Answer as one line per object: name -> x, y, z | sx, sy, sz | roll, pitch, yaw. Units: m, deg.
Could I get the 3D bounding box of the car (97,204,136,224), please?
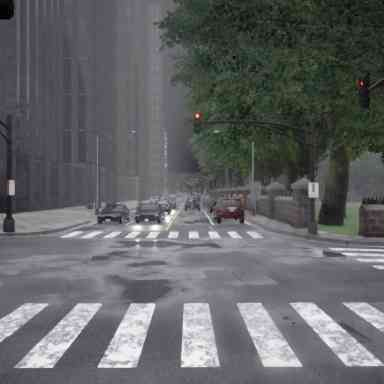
car -> -5.795, 1.576, 25.104 | 1.947, 1.339, 4.313 | 0, 0, 0

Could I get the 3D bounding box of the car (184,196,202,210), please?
car -> 0.036, 1.555, 43.066 | 1.812, 1.442, 4.674 | 0, 0, 0

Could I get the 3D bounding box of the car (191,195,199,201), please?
car -> 0.786, 1.591, 85.778 | 1.837, 1.490, 4.892 | 0, 0, 0

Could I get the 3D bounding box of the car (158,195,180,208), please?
car -> -3.150, 1.524, 45.528 | 2.128, 1.511, 4.902 | 0, 0, 0

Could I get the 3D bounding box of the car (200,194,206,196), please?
car -> 2.694, 1.480, 52.407 | 1.967, 1.590, 4.097 | 0, 0, 0

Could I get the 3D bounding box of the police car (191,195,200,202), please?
police car -> 0.800, 1.495, 75.888 | 1.930, 1.638, 5.238 | 0, 0, 0

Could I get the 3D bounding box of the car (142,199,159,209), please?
car -> -5.824, 1.616, 46.932 | 1.802, 1.307, 4.206 | 0, 0, 0

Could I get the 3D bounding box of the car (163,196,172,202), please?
car -> -5.868, 1.619, 79.674 | 1.887, 1.381, 4.507 | 0, 0, 0

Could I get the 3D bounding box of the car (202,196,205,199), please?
car -> 2.701, 1.585, 46.950 | 2.008, 1.369, 4.403 | 0, 0, 0

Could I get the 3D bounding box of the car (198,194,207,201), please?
car -> 2.650, 1.399, 85.146 | 2.192, 1.841, 5.009 | 0, 0, 0

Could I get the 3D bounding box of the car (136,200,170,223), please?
car -> -3.134, 1.559, 25.623 | 2.033, 1.411, 5.357 | 0, 0, 0

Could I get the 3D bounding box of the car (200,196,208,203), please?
car -> 2.664, 1.592, 74.403 | 1.752, 1.417, 4.829 | 0, 0, 0

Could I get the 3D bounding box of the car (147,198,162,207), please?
car -> -5.831, 1.622, 52.389 | 1.802, 1.307, 4.206 | 0, 0, 0

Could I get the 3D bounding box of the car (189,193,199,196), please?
car -> 0.003, 1.405, 63.875 | 2.097, 1.767, 4.553 | 0, 0, 0

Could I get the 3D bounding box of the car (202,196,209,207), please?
car -> 2.708, 1.579, 41.493 | 2.008, 1.369, 4.403 | 0, 0, 0

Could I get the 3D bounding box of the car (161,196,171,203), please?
car -> -5.861, 1.611, 74.217 | 1.887, 1.381, 4.507 | 0, 0, 0

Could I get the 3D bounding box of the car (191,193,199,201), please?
car -> 0.779, 1.319, 91.808 | 2.150, 2.045, 5.566 | 0, 0, 0

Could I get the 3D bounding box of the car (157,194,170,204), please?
car -> -5.853, 1.374, 68.760 | 2.192, 1.841, 5.009 | 0, 0, 0

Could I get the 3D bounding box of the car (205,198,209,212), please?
car -> 2.716, 1.588, 36.037 | 1.947, 1.339, 4.313 | 0, 0, 0

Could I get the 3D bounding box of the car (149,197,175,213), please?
car -> -3.132, 1.547, 35.261 | 1.812, 1.442, 4.674 | 0, 0, 0

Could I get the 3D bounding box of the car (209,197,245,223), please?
car -> 2.730, 1.325, 25.125 | 2.192, 1.841, 5.009 | 0, 0, 0
